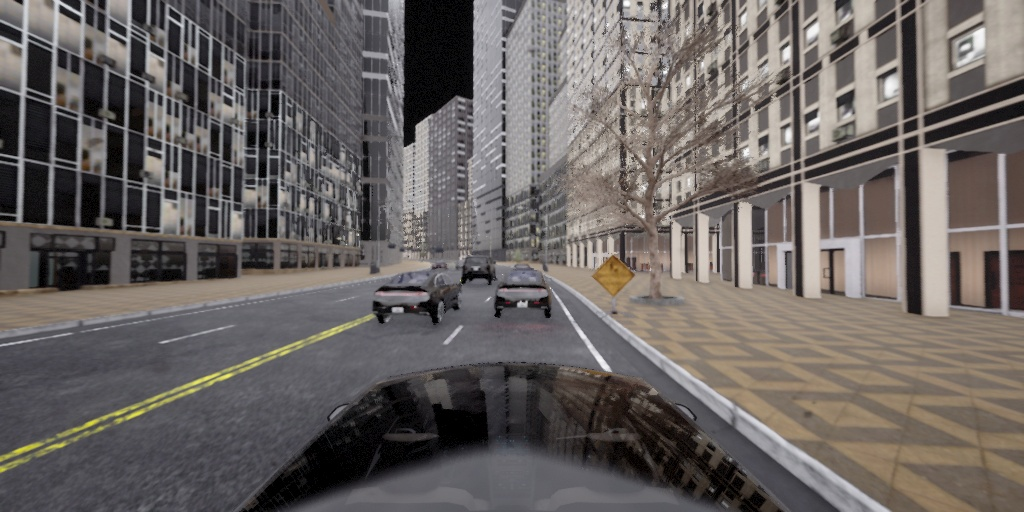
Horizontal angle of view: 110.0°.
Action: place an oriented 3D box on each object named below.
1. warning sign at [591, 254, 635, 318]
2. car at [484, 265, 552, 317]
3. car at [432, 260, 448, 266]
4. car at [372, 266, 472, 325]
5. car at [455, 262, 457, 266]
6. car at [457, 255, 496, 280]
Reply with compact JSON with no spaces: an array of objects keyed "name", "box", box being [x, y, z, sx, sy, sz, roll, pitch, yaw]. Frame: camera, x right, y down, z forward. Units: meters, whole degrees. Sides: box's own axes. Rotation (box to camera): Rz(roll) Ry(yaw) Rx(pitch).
[{"name":"warning sign","box":[3.074,0.869,10.820,1.300,1.860,1.060,0,0,3]},{"name":"car","box":[0.432,1.242,13.105,2.128,1.511,4.902,0,0,3]},{"name":"car","box":[-10.297,1.288,51.410,1.994,1.385,4.181,0,0,-5]},{"name":"car","box":[-2.887,1.233,11.869,2.128,1.511,4.902,0,0,3]},{"name":"car","box":[-6.875,1.230,49.725,2.128,1.511,4.902,0,0,-5]},{"name":"car","box":[-2.439,0.976,27.113,2.150,2.045,5.566,0,0,1]}]
